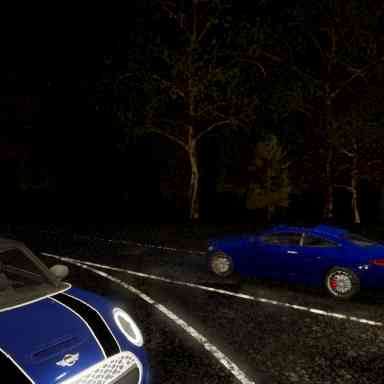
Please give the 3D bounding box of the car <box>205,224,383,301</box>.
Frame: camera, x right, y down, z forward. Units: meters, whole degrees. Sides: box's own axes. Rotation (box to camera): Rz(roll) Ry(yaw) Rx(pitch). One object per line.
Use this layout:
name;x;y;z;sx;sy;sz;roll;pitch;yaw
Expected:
car;2.531;1.525;8.302;4.674;1.442;1.812;0;0;36

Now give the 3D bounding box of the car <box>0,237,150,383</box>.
car;-2.634;1.338;3.757;4.553;1.767;2.097;1;0;35
